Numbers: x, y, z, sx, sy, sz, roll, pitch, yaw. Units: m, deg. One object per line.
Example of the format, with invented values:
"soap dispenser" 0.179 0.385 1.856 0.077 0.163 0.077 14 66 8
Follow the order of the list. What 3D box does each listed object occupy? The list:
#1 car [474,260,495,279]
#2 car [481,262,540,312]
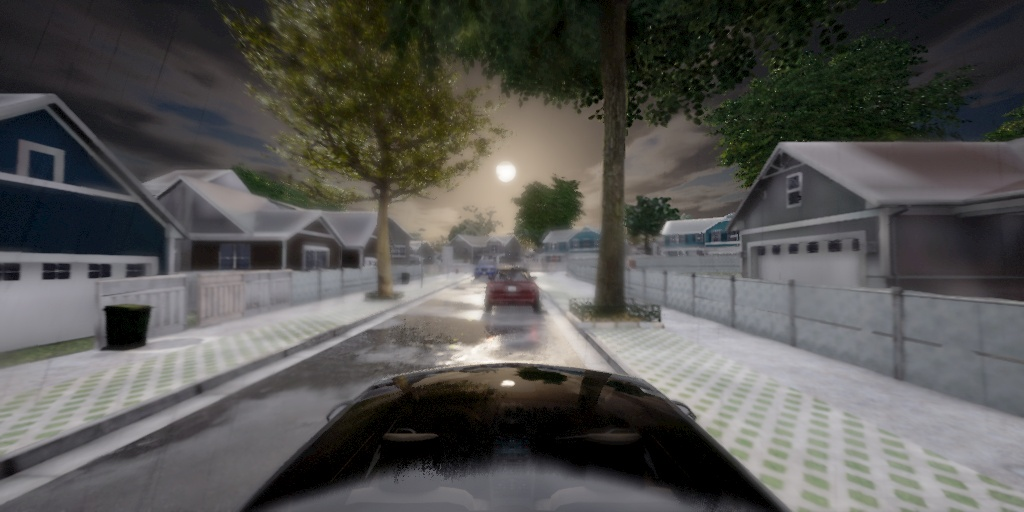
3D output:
"car" -2.756 1.389 38.371 2.150 2.045 5.566 0 -1 0
"car" 0.023 1.250 15.312 2.097 1.767 4.553 0 -1 0
